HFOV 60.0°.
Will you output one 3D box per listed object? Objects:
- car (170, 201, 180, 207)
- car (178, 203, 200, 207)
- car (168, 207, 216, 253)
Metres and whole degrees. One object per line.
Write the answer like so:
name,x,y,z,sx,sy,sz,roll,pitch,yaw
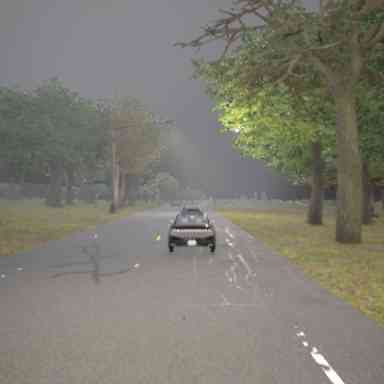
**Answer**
car,-3.486,2.576,71.020,1.994,1.385,4.181,0,-2,0
car,0.008,1.773,29.308,1.837,1.490,4.892,0,0,0
car,0.005,1.626,14.306,2.128,1.511,4.902,0,0,0
